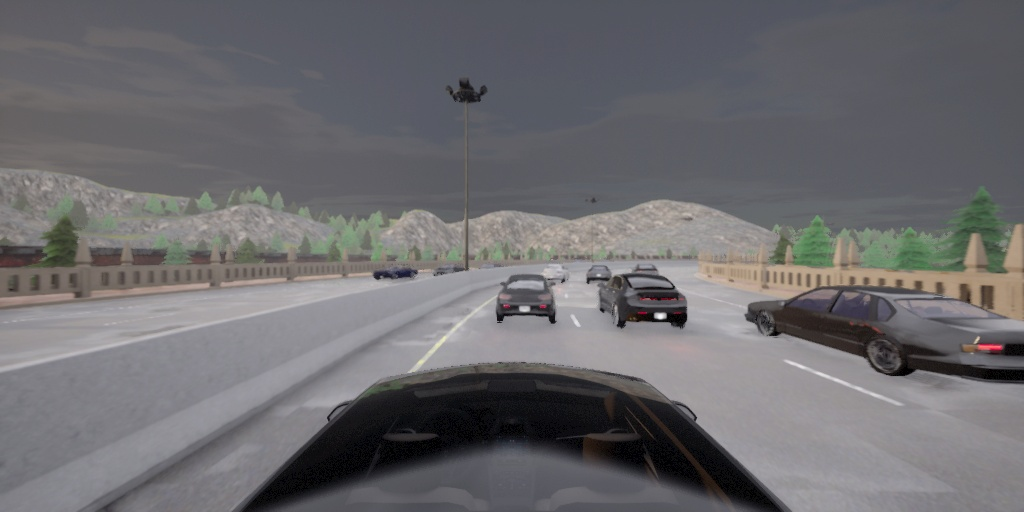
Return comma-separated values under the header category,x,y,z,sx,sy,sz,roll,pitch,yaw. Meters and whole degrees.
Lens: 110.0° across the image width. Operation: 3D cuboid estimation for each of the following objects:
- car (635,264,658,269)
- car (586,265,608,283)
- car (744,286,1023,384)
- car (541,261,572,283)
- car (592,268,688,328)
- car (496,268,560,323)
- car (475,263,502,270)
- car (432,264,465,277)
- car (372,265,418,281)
category,x,y,z,sx,sy,sz,roll,pitch,yaw
car,10.527,1.358,28.397,2.128,1.511,4.902,0,0,16
car,7.146,1.434,29.208,1.994,1.385,4.181,0,0,15
car,7.208,1.322,7.348,2.033,1.411,5.357,0,0,2
car,3.637,1.399,29.751,1.812,1.442,4.674,0,0,15
car,3.989,1.298,11.605,1.837,1.490,4.892,0,0,4
car,0.538,1.323,12.324,1.812,1.442,4.674,0,0,5
car,-2.137,1.447,35.601,2.033,1.411,5.357,0,0,18
car,-6.006,1.460,34.716,1.994,1.385,4.181,0,0,18
car,-10.388,1.486,32.169,1.895,1.301,4.718,0,0,15
